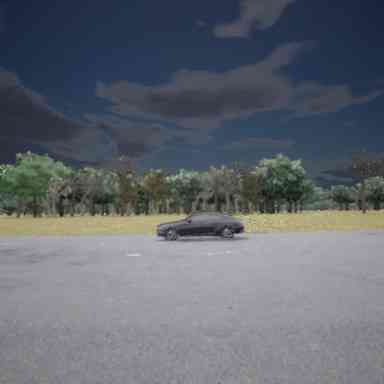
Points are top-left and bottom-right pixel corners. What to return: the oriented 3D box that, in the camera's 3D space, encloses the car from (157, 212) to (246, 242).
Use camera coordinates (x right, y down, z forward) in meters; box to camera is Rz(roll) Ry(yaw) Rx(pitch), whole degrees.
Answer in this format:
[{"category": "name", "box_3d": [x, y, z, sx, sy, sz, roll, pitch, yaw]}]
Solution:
[{"category": "car", "box_3d": [0.462, 1.781, 17.607, 4.674, 1.442, 1.812, -2, -2, -1]}]
